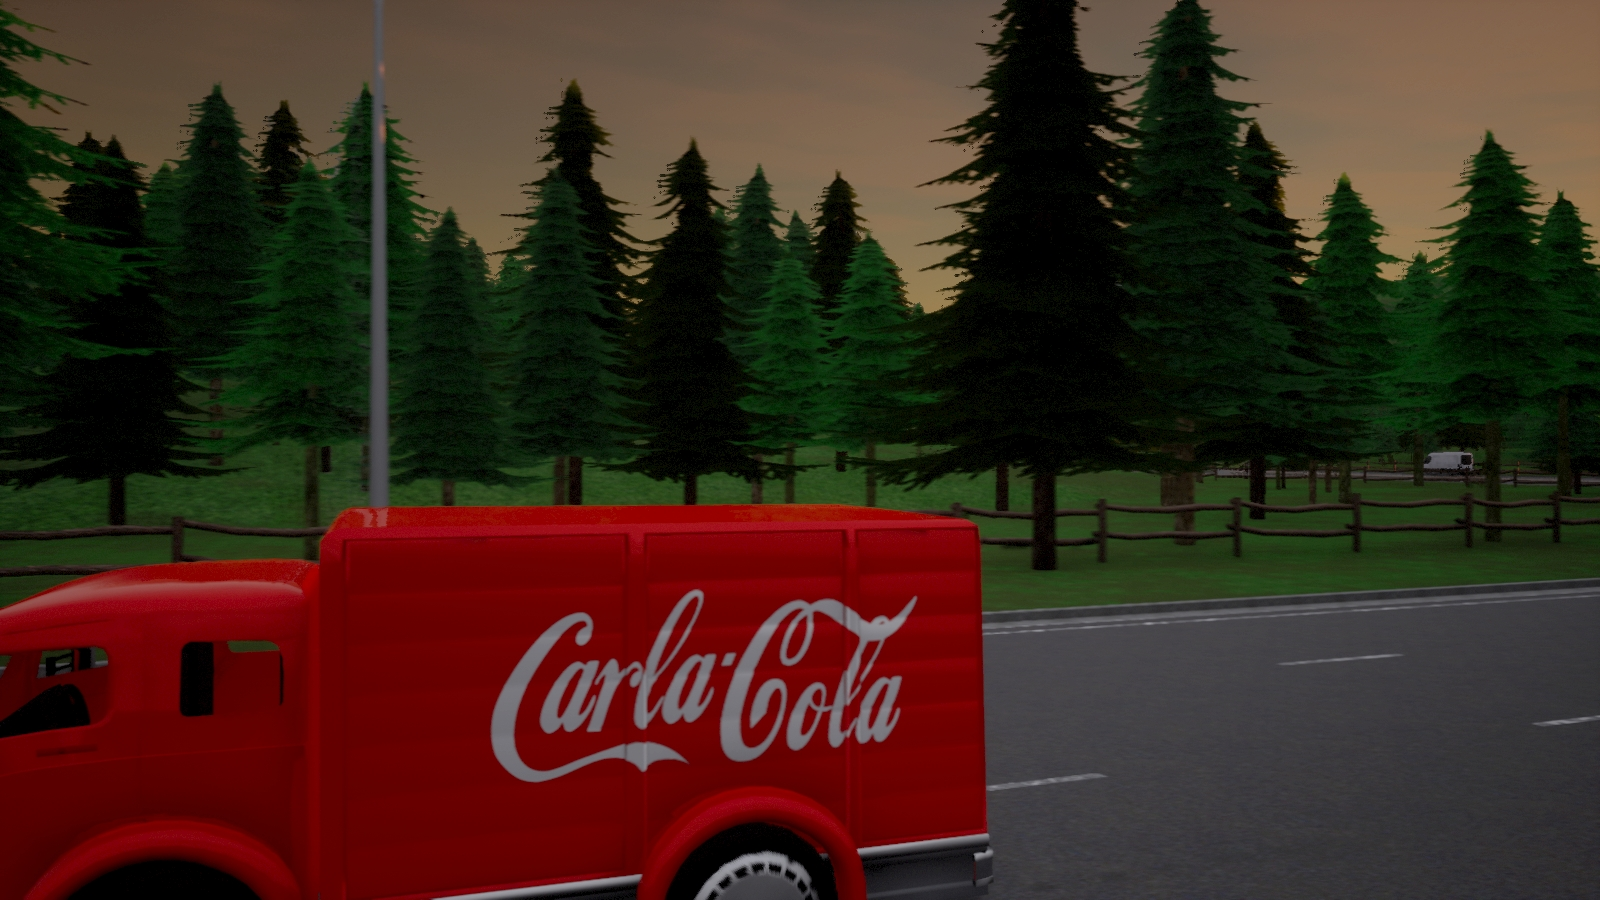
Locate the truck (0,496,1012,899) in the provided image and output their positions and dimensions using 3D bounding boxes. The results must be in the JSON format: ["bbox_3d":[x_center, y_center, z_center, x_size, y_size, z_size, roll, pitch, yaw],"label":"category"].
[{"bbox_3d":[-1.776,1.569,6.378,5.204,2.467,2.627,0,0,-20],"label":"truck"}]
